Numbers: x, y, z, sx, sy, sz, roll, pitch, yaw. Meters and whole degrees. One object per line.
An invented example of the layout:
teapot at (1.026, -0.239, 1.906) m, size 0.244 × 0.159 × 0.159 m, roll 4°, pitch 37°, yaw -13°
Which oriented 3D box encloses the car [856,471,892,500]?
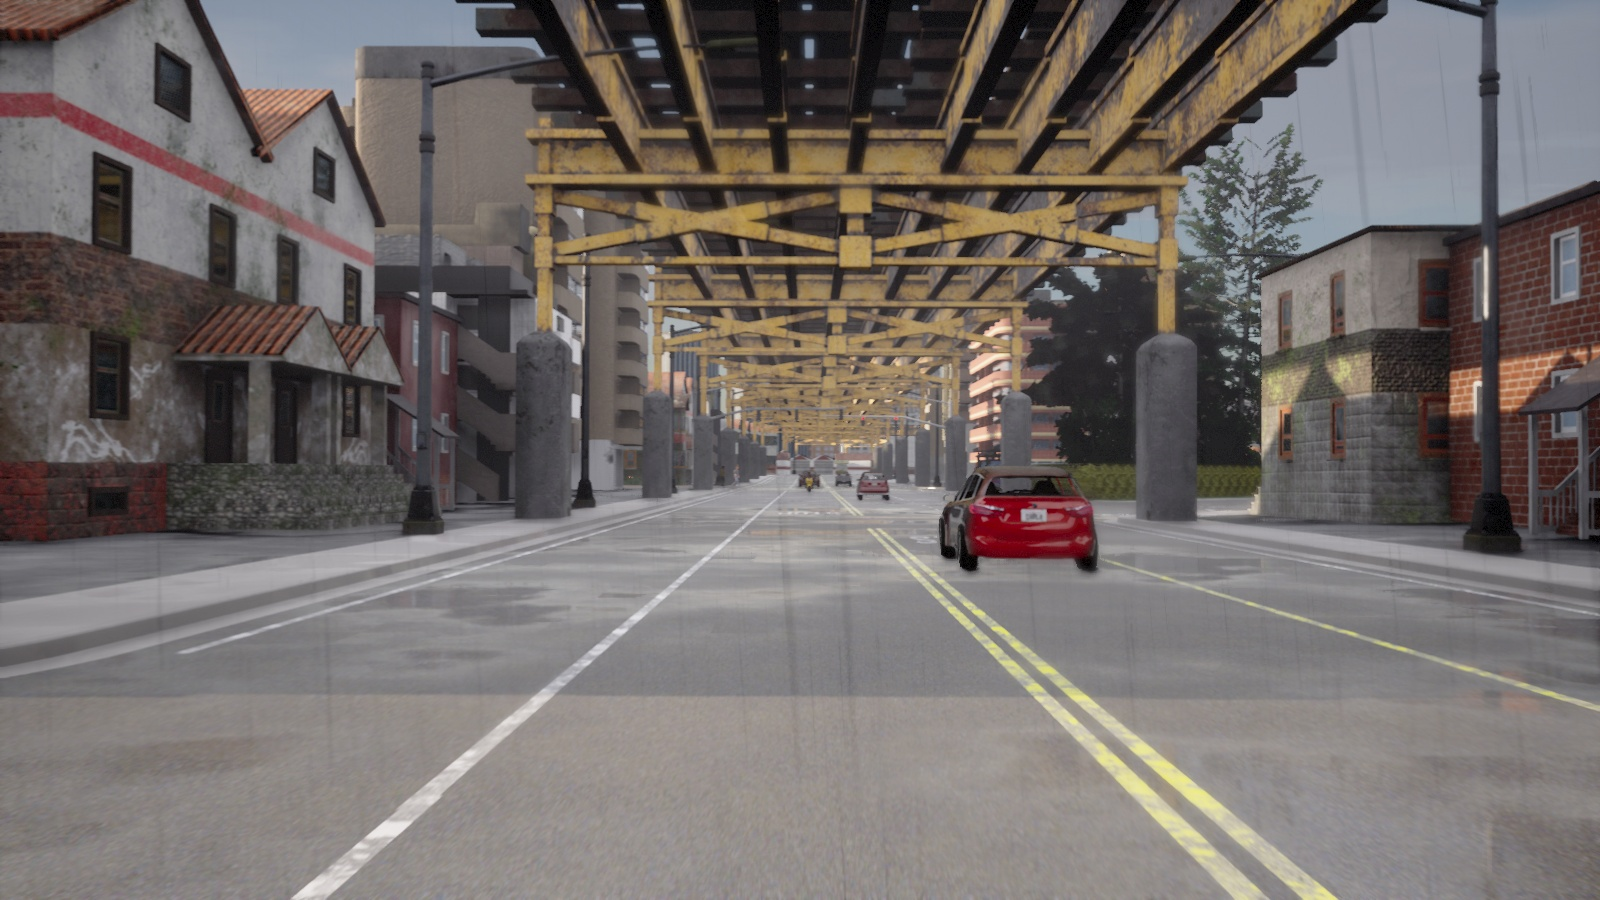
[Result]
car at (4.058, 1.942, 69.483) m, size 1.789 × 1.549 × 3.705 m, roll 0°, pitch -1°, yaw 0°

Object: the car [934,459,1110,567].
car at (3.670, 1.009, 21.698) m, size 2.242 × 1.667 × 4.611 m, roll 0°, pitch -1°, yaw 0°
